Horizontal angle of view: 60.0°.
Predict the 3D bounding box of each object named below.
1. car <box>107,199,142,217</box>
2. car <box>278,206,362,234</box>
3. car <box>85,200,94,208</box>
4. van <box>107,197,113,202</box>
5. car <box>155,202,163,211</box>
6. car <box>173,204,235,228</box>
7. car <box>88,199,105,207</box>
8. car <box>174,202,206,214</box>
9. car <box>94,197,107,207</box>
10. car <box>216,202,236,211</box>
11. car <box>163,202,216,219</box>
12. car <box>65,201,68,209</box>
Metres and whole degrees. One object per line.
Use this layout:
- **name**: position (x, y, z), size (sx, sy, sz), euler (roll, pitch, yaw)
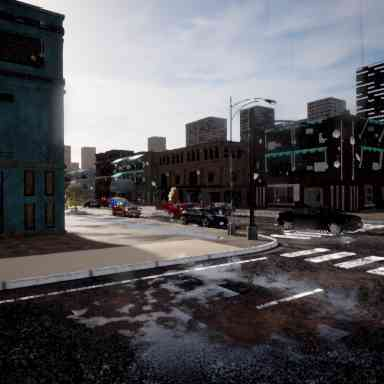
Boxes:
- **car**: position (-7.147, 1.846, 35.990), size (1.967, 1.590, 4.097), euler (-1, 0, -35)
- **car**: position (7.598, 1.586, 20.166), size (1.882, 1.535, 5.008), euler (-1, -1, -39)
- **car**: position (-19.242, 2.229, 63.108), size (1.994, 1.385, 4.181), euler (-1, 0, -35)
- **van**: position (-13.107, 1.906, 58.903), size (1.690, 1.788, 3.998), euler (-1, 0, -35)
- **car**: position (-3.504, 1.965, 45.352), size (1.802, 1.307, 4.206), euler (-1, 0, -35)
- **car**: position (0.776, 1.814, 24.595), size (1.947, 1.339, 4.313), euler (-1, 0, -35)
- **car**: position (-19.500, 2.227, 67.938), size (1.887, 1.381, 4.507), euler (-1, 0, -35)
- **car**: position (-0.306, 1.903, 40.835), size (1.802, 1.307, 4.206), euler (-2, 0, -35)
- **car**: position (-16.306, 1.939, 63.420), size (2.192, 1.841, 5.009), euler (-1, 0, -35)
- **car**: position (2.892, 1.809, 36.318), size (2.008, 1.369, 4.403), euler (-2, 0, -35)
- **car**: position (-0.330, 1.765, 30.857), size (1.882, 1.535, 5.008), euler (-1, 0, -35)
- **car**: position (-23.041, 2.232, 58.437), size (1.752, 1.417, 4.829), euler (-1, 0, -35)
